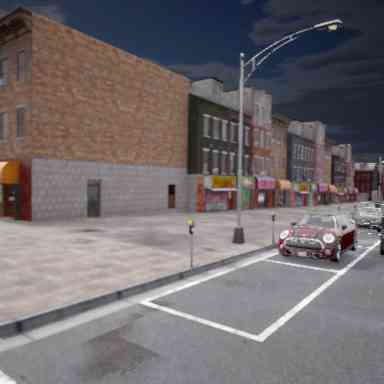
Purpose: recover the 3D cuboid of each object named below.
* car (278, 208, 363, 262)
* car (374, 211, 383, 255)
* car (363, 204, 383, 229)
[{"bbox_3d":[4.679,1.452,12.138,1.967,1.590,4.097,1,0,36],"label":"car"},{"bbox_3d":[8.596,1.619,12.888,1.837,1.490,4.892,2,1,37],"label":"car"},{"bbox_3d":[11.143,1.646,20.907,2.008,1.369,4.403,1,0,36],"label":"car"}]
